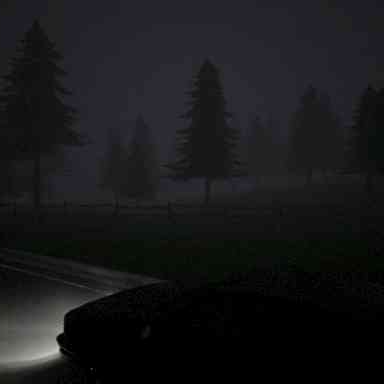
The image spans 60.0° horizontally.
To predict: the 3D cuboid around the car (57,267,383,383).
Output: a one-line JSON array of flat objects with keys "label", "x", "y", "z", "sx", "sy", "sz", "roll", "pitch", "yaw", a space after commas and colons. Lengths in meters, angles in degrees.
[{"label": "car", "x": 0.923, "y": 1.546, "z": 3.334, "sx": 5.357, "sy": 1.411, "sz": 2.033, "roll": 0, "pitch": 0, "yaw": 35}]
